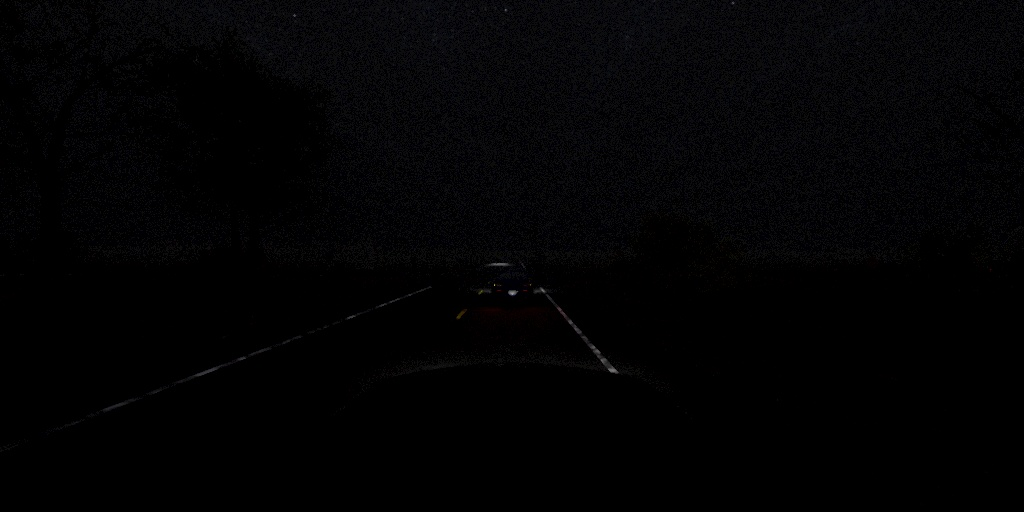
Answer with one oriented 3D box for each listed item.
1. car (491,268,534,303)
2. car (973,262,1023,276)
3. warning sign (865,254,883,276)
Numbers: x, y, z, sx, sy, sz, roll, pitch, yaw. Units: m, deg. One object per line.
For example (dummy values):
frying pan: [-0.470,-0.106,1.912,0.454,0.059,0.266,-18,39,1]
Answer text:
car: [0.023,1.276,16.487,1.812,1.442,4.674,0,0,0]
car: [44.392,1.190,31.938,4.718,1.301,1.895,0,0,5]
warning sign: [30.796,0.757,30.595,1.060,1.860,1.300,0,0,5]
